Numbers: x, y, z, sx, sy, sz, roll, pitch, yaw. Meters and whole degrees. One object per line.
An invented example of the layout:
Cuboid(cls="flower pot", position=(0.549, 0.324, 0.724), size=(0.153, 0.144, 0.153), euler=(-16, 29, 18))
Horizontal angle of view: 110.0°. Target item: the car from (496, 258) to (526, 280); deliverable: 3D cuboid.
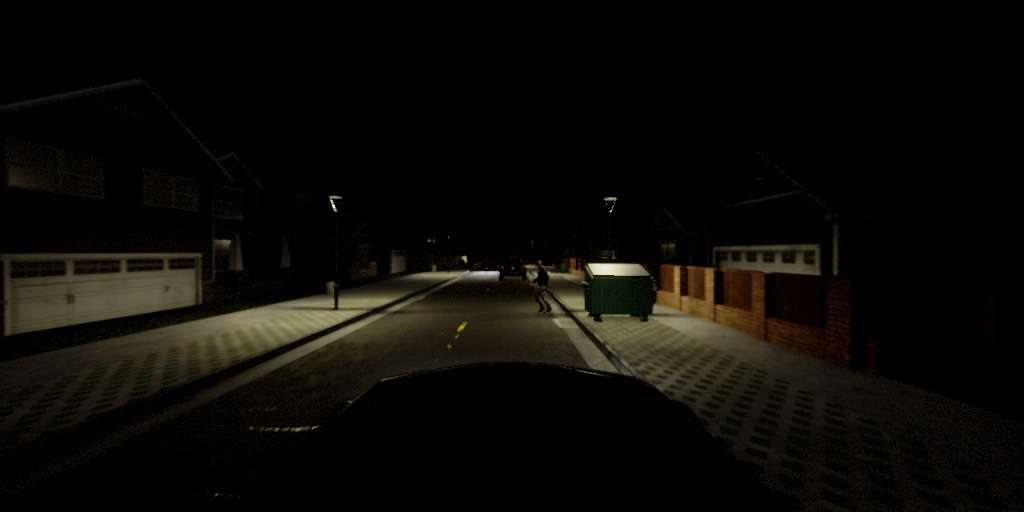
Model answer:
Cuboid(cls="car", position=(0.078, 0.937, 29.208), size=(2.097, 1.767, 4.553), euler=(0, 0, 0))

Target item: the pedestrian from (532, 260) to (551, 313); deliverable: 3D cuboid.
Cuboid(cls="pedestrian", position=(0.971, 0.986, 12.021), size=(0.375, 1.860, 0.375), euler=(0, 1, -10))

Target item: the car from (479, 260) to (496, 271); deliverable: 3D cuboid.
Cuboid(cls="car", position=(-2.829, 1.096, 42.880), size=(1.895, 1.301, 4.718), euler=(0, 0, 0))

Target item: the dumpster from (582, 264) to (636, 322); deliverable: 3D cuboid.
Cuboid(cls="dumpster", position=(3.011, 1.091, 11.382), size=(1.020, 1.700, 1.940), euler=(0, 0, 0))
